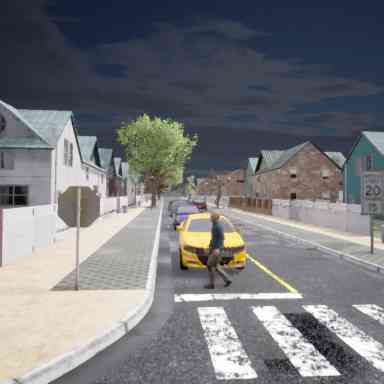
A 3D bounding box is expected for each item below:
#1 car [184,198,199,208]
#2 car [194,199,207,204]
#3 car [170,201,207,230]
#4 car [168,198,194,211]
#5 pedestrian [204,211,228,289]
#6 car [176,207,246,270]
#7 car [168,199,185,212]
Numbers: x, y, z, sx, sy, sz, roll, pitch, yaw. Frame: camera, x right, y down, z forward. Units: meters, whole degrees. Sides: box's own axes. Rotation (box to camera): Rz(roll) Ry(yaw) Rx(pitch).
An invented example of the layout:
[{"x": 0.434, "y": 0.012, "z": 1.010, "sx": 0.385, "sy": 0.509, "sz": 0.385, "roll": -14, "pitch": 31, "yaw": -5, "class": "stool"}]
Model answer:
[{"x": -0.120, "y": 1.722, "z": 53.373, "sx": 2.033, "sy": 1.411, "sz": 5.357, "roll": 1, "pitch": 0, "yaw": -5, "class": "car"}, {"x": 0.802, "y": 1.623, "z": 43.054, "sx": 1.882, "sy": 1.535, "sz": 5.008, "roll": 1, "pitch": 0, "yaw": -4, "class": "car"}, {"x": -0.298, "y": 1.576, "z": 21.600, "sx": 1.812, "sy": 1.442, "sz": 4.674, "roll": 1, "pitch": 0, "yaw": -5, "class": "car"}, {"x": -1.155, "y": 1.581, "z": 31.889, "sx": 1.837, "sy": 1.490, "sz": 4.892, "roll": 1, "pitch": 0, "yaw": -5, "class": "car"}, {"x": 0.552, "y": 1.308, "z": 7.743, "sx": 0.375, "sy": 1.860, "sz": 0.375, "roll": 2, "pitch": -2, "yaw": -5, "class": "pedestrian"}, {"x": 0.521, "y": 1.503, "z": 11.298, "sx": 1.882, "sy": 1.535, "sz": 5.008, "roll": 1, "pitch": 0, "yaw": -3, "class": "car"}, {"x": -1.953, "y": 1.667, "z": 41.793, "sx": 1.994, "sy": 1.385, "sz": 4.181, "roll": 1, "pitch": 0, "yaw": -4, "class": "car"}]
